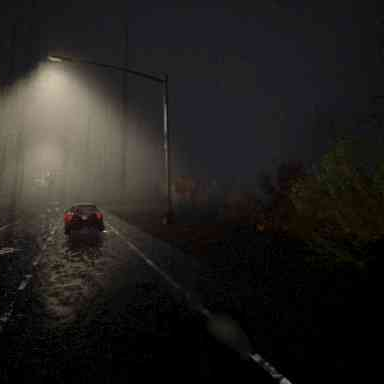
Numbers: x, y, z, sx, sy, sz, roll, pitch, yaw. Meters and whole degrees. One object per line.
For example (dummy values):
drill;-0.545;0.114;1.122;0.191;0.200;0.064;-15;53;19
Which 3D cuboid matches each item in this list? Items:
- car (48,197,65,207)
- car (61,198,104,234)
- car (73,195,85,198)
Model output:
car;-25.832;2.054;62.732;1.895;1.301;4.718;-2;0;-13
car;-6.697;1.470;20.505;2.097;1.767;4.553;-2;0;-19
car;-24.618;1.908;71.175;2.128;1.511;4.902;-2;0;-19
